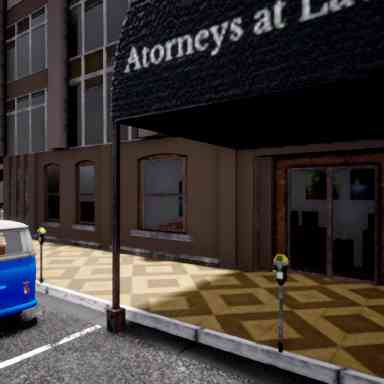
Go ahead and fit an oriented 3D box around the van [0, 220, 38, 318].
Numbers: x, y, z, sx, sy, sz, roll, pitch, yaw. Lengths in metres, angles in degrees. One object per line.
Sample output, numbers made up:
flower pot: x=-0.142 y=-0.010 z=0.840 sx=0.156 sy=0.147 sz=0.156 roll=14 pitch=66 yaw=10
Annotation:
van: x=-4.540 y=1.341 z=6.098 sx=3.998 sy=1.788 sz=1.690 roll=0 pitch=0 yaw=35
